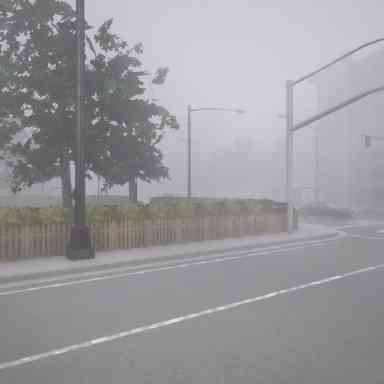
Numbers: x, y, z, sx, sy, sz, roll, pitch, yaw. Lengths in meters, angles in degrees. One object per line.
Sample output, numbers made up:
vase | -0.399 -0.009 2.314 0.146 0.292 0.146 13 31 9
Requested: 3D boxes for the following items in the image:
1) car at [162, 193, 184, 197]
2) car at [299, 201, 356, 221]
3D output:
car | -2.354 1.221 47.227 2.150 2.045 5.566 0 0 -35
car | 11.150 1.525 27.742 1.812 1.442 4.674 0 0 -35
